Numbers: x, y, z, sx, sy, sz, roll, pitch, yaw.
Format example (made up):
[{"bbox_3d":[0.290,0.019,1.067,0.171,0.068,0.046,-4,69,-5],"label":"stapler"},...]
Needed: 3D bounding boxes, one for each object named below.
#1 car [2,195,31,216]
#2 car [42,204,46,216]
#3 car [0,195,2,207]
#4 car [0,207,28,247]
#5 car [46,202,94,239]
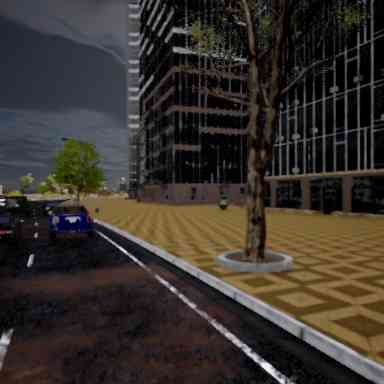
[{"bbox_3d":[-17.743,1.401,33.960,2.150,2.045,5.566,0,0,-26],"label":"car"},{"bbox_3d":[-14.748,1.722,35.224,2.033,1.411,5.357,0,0,-26],"label":"car"},{"bbox_3d":[-29.412,1.551,51.632,2.150,2.045,5.566,0,0,-23],"label":"car"},{"bbox_3d":[-8.812,1.627,15.099,2.033,1.411,5.357,0,0,-24],"label":"car"},{"bbox_3d":[-6.736,1.436,18.336,2.097,1.767,4.553,0,0,-24],"label":"car"}]
